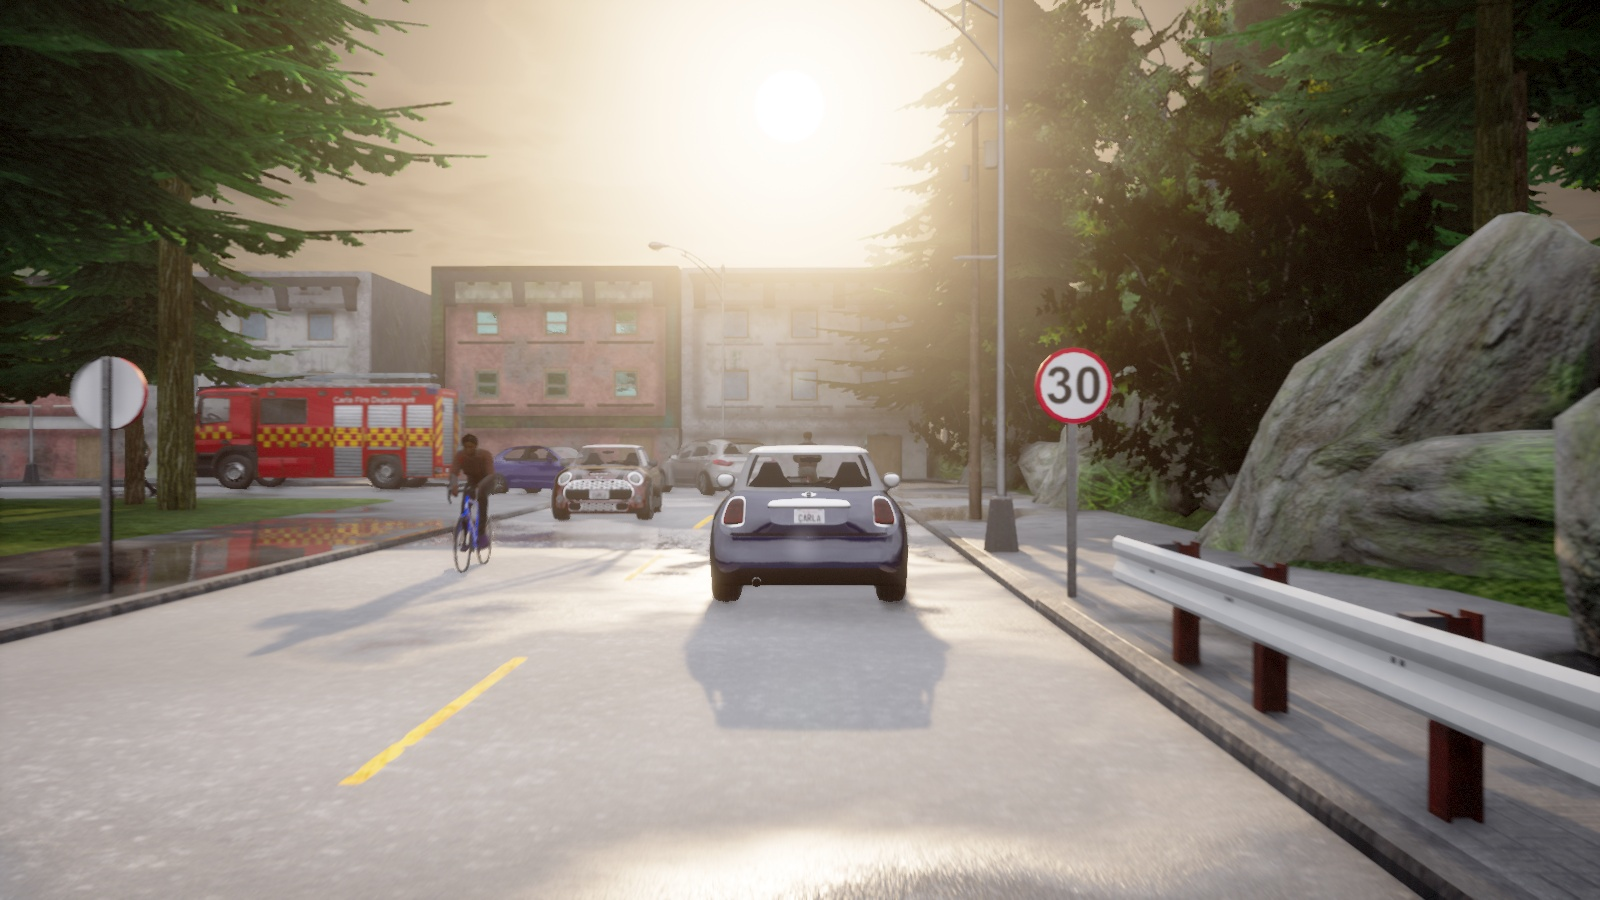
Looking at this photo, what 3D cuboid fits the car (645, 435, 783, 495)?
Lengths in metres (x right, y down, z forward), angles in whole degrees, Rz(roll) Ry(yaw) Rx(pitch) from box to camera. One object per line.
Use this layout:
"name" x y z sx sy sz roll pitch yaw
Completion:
"car" -2.648 0.405 37.621 2.242 1.667 4.611 0 0 -32

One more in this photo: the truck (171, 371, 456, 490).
"truck" -16.154 -0.639 42.081 8.468 3.827 2.891 0 0 2

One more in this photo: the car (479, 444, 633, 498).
"car" -7.049 0.577 36.176 4.193 1.474 1.816 0 0 30

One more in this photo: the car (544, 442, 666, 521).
"car" -3.858 0.584 25.430 1.970 1.475 3.806 0 0 -1

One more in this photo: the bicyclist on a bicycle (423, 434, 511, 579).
"bicyclist on a bicycle" -3.903 0.623 14.833 0.582 1.620 1.656 0 1 0

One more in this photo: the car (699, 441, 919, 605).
"car" 0.090 0.647 13.193 1.970 1.475 3.806 0 0 0

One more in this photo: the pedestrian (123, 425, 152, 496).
"pedestrian" -17.245 0.281 32.690 0.594 1.836 0.345 0 0 0
